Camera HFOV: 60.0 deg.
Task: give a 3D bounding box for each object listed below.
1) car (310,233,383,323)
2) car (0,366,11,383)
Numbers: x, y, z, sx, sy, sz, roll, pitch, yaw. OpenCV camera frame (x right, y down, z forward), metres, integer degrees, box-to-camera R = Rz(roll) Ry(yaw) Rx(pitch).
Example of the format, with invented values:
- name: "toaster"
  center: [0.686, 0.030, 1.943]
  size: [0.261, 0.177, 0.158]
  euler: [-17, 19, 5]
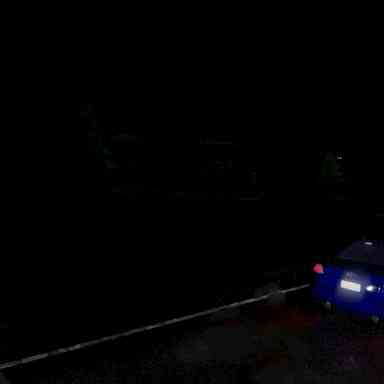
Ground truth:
- name: "car"
  center: [4.322, 1.564, 6.825]
  size: [4.181, 1.385, 1.994]
  euler: [0, 0, -36]
- name: "car"
  center: [-3.355, 1.601, 1.356]
  size: [4.718, 1.301, 1.895]
  euler: [0, 0, -35]
